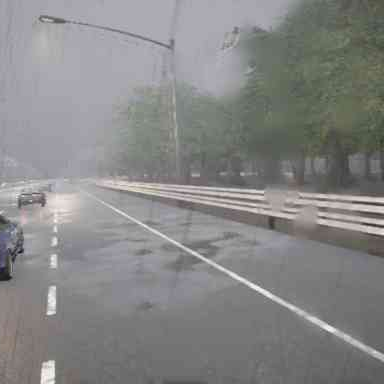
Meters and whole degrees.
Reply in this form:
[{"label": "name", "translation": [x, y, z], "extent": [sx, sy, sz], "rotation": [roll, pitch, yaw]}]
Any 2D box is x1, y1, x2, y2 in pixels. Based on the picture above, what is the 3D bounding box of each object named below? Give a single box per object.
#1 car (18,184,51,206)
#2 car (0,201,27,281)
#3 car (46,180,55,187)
[{"label": "car", "translation": [-13.102, 0.390, 27.390], "extent": [2.128, 1.511, 4.902], "rotation": [-4, 4, -22]}, {"label": "car", "translation": [-5.372, 1.246, 8.233], "extent": [1.812, 1.442, 4.674], "rotation": [-4, 4, -22]}, {"label": "car", "translation": [-23.249, -0.635, 52.559], "extent": [2.033, 1.411, 5.357], "rotation": [-4, 4, -22]}]
